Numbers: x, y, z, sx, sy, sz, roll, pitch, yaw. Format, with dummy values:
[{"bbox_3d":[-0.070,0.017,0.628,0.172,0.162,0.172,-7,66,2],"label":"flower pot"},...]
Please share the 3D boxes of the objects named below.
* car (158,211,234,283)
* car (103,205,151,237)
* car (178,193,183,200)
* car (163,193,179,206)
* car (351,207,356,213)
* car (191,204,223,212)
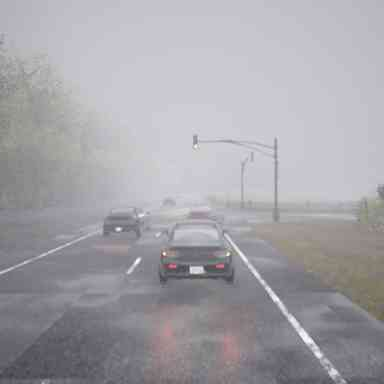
[{"bbox_3d":[0.100,1.506,9.470,1.812,1.442,4.674,0,0,0],"label":"car"},{"bbox_3d":[-3.400,1.469,17.828,1.837,1.490,4.892,0,0,0],"label":"car"},{"bbox_3d":[-3.505,1.149,90.645,2.097,1.767,4.553,0,0,0],"label":"car"},{"bbox_3d":[-3.402,1.395,51.656,1.837,1.490,4.892,0,1,0],"label":"car"},{"bbox_3d":[18.744,1.748,34.392,4.181,1.385,1.994,1,-1,0],"label":"car"},{"bbox_3d":[0.929,1.481,21.563,1.812,1.442,4.674,0,0,13],"label":"car"}]
